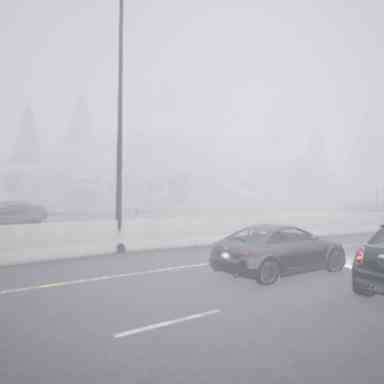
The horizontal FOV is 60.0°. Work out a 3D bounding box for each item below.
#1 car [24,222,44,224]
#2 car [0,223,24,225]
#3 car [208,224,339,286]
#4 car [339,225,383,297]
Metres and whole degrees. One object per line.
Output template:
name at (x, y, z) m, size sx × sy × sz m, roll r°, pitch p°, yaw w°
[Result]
car at (-10.337, 1.494, 18.013) m, size 4.181 × 1.385 × 1.994 m, roll 1°, pitch 0°, yaw -35°
car at (-9.961, 1.524, 14.035) m, size 4.718 × 1.301 × 1.895 m, roll 1°, pitch 0°, yaw -35°
car at (2.532, 1.617, 9.617) m, size 4.181 × 1.385 × 1.994 m, roll 1°, pitch 0°, yaw -33°
car at (5.682, 1.434, 7.462) m, size 4.553 × 1.767 × 2.097 m, roll 1°, pitch 0°, yaw -33°
